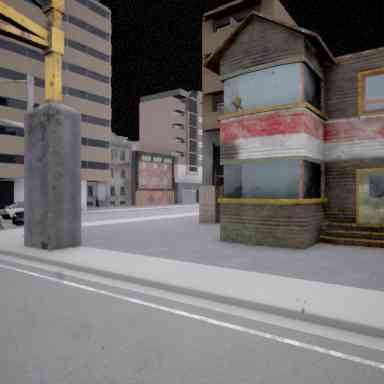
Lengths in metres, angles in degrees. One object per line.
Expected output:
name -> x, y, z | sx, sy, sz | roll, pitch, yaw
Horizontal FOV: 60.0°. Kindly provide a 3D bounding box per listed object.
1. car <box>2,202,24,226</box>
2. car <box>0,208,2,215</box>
car -> -10.111, 1.453, 23.009 | 2.038, 1.542, 4.974 | 0, 0, 15
car -> -13.269, 1.295, 25.708 | 4.536, 1.218, 1.853 | 0, 0, -30
